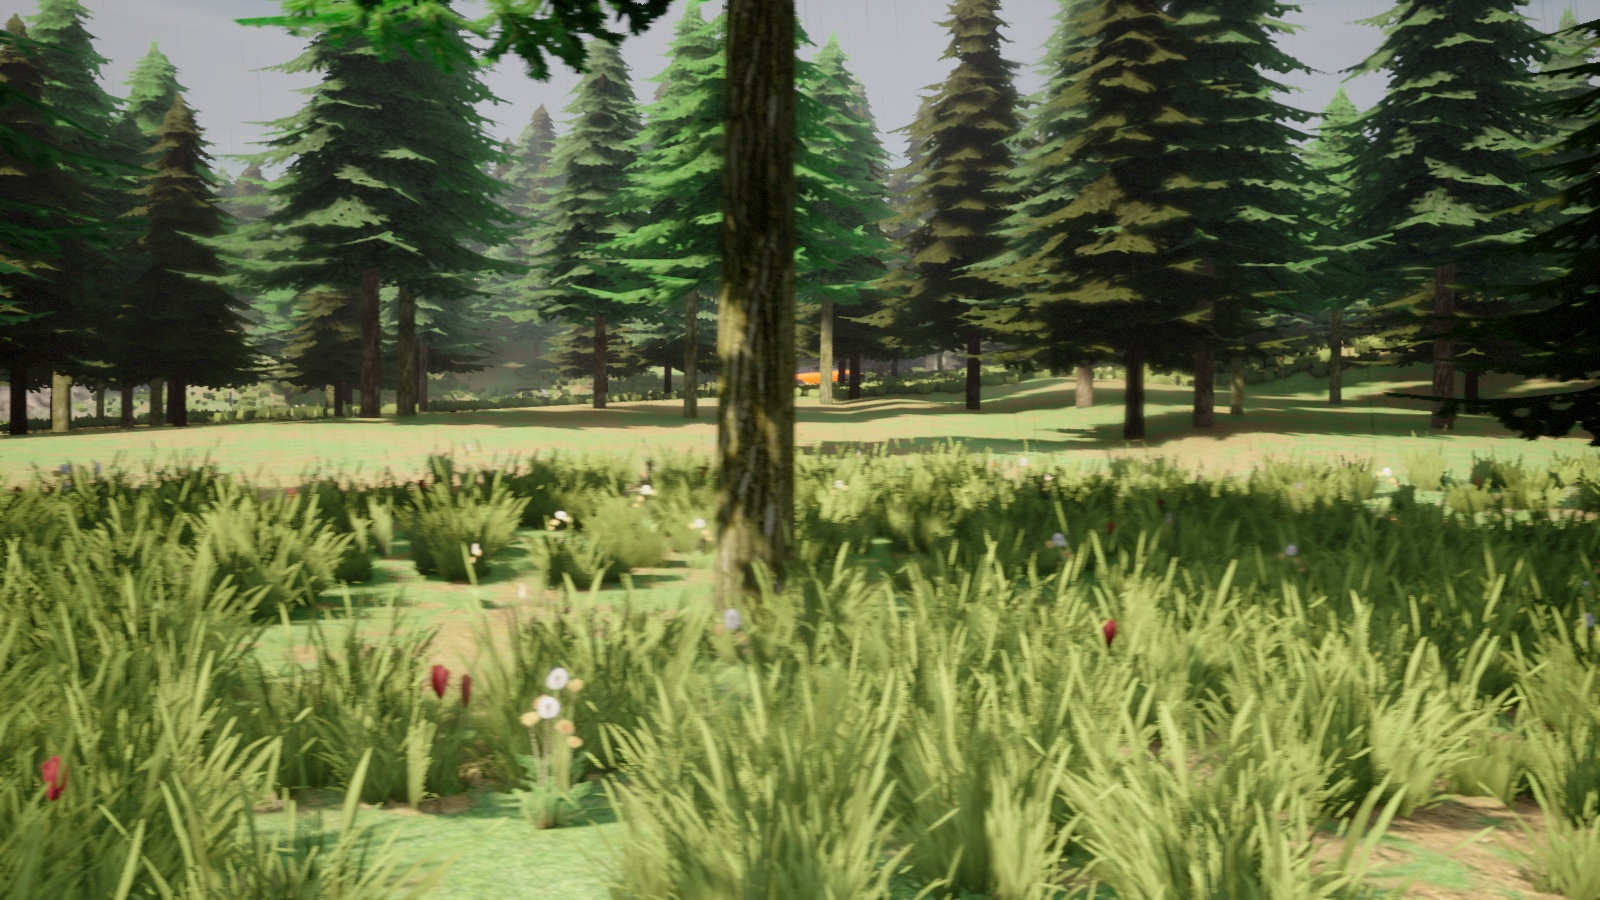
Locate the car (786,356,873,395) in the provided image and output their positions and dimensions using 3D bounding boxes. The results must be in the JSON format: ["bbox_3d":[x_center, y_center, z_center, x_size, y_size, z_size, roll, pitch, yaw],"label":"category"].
[{"bbox_3d":[1.763,-4.382,74.349,4.553,1.767,2.097,-6,-1,19],"label":"car"}]

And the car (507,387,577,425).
[{"bbox_3d":[-15.807,-2.675,77.105,3.866,1.878,1.905,-6,1,-4],"label":"car"}]
